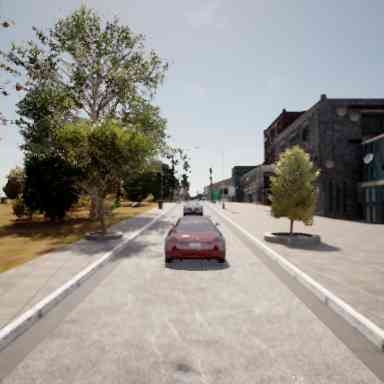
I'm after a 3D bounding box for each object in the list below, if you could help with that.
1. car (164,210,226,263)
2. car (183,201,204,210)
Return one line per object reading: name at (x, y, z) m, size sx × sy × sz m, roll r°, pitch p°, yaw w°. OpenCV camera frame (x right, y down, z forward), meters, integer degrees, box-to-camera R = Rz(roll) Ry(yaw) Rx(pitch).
car at (0.098, 1.563, 12.033) m, size 1.994 × 1.385 × 4.181 m, roll 0°, pitch 0°, yaw 0°
car at (0.103, 1.539, 30.323) m, size 2.033 × 1.411 × 5.357 m, roll 0°, pitch 0°, yaw 0°
